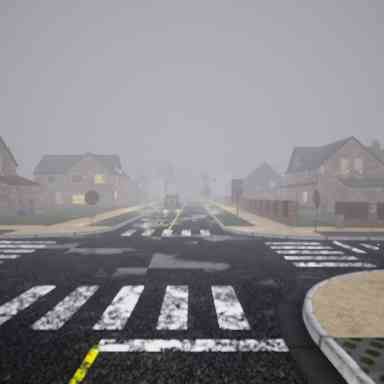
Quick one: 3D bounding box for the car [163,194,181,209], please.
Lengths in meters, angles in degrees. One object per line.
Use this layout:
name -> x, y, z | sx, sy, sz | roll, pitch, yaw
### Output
car -> -2.744, 1.309, 46.650 | 2.150, 2.045, 5.566 | 0, 0, 0
